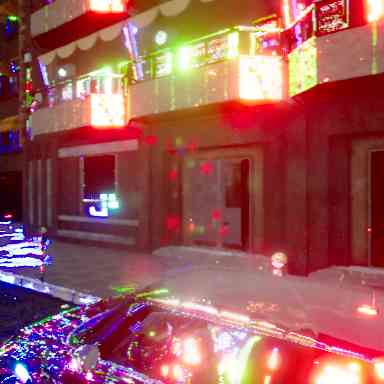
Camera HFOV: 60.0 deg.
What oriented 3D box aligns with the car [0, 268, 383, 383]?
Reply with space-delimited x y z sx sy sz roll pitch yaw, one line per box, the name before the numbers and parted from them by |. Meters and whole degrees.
car | 0.064 1.425 2.818 4.097 1.590 1.967 0 0 35
